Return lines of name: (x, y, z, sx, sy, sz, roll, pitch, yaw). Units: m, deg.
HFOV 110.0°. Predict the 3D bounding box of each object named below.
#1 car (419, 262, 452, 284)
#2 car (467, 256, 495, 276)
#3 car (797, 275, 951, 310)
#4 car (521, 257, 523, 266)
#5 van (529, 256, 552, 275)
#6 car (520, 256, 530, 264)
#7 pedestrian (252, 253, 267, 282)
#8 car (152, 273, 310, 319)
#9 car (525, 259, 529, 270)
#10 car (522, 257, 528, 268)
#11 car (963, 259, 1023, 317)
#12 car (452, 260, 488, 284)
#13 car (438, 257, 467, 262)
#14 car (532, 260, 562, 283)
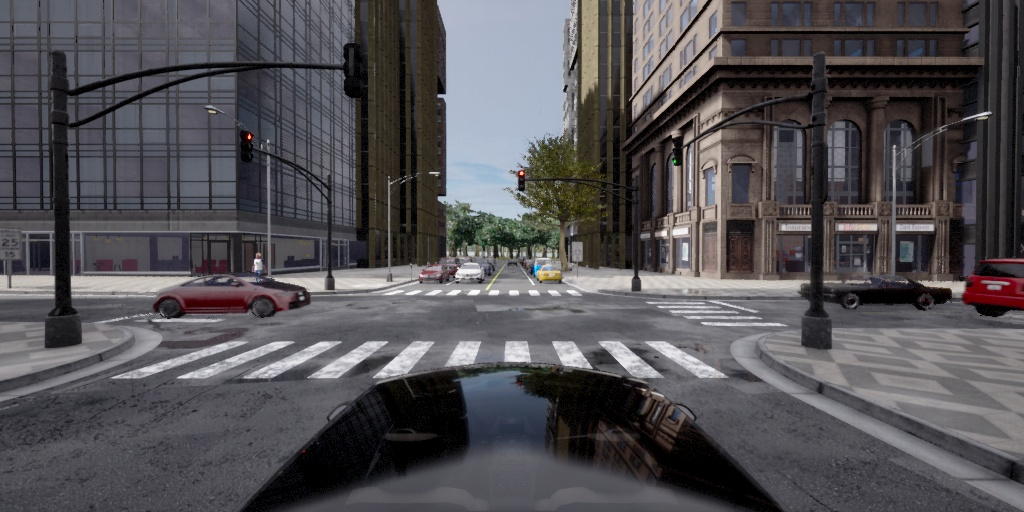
car: (-5.759, 1.312, 26.937, 1.802, 1.307, 4.207, 0, 0, 0)
car: (-3.093, 1.067, 36.060, 2.097, 1.767, 4.553, 0, 0, 0)
car: (14.712, 1.444, 14.787, 4.718, 1.301, 1.895, 0, 1, 0)
car: (2.770, 1.214, 55.343, 1.888, 1.381, 4.507, 0, 0, 0)
van: (2.767, 1.061, 32.625, 1.690, 1.789, 3.998, 0, 0, 0)
car: (2.771, 1.204, 61.022, 2.007, 1.370, 4.403, 0, 0, 0)
pedestrian: (-12.520, 0.742, 17.767, 0.375, 1.860, 0.375, 0, 0, 0)
car: (-9.215, 1.259, 12.068, 4.181, 1.385, 1.994, 0, 1, -7)
car: (2.768, 1.276, 38.305, 1.948, 1.339, 4.313, 0, 0, 0)
car: (2.770, 1.210, 49.834, 1.751, 1.417, 4.829, 0, 0, 0)
car: (18.254, 1.125, 11.586, 5.566, 2.045, 2.150, 0, 1, 0)
car: (-3.093, 1.255, 27.180, 1.812, 1.442, 4.674, 0, 0, 0)
car: (-5.758, 1.035, 32.618, 2.192, 1.841, 5.009, 0, 0, 0)
car: (2.766, 1.255, 27.115, 1.751, 1.417, 4.829, 0, 0, 0)
